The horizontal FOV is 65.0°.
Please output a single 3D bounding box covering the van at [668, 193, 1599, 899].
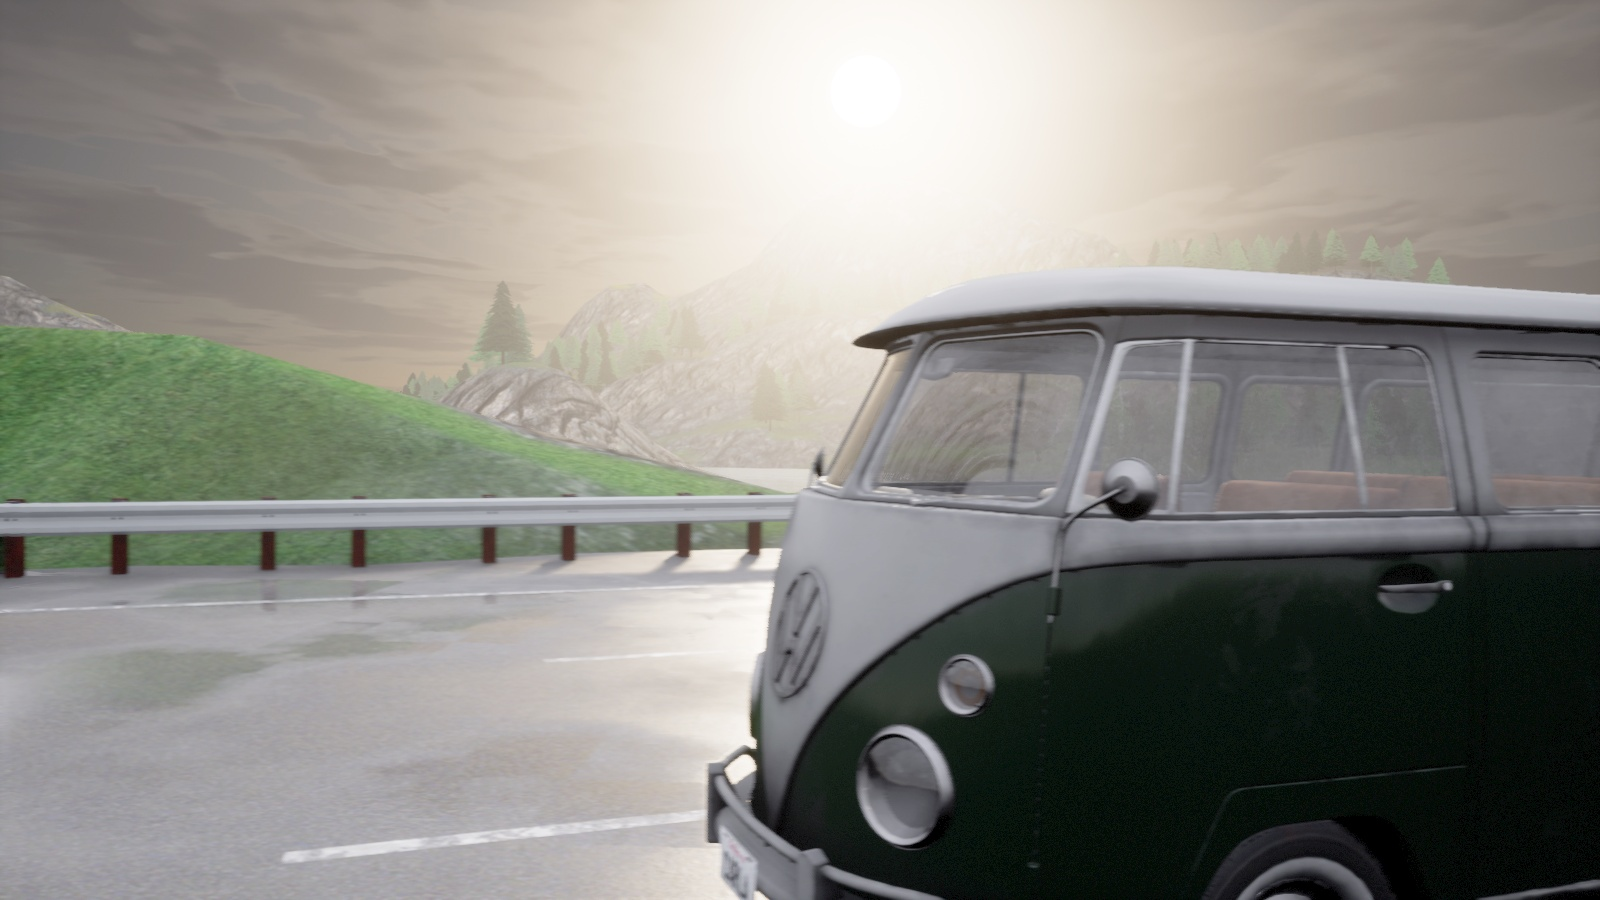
[{"bbox_3d":[1.975,0.463,3.988,4.442,1.987,1.775,-1,1,-20],"label":"van"}]
